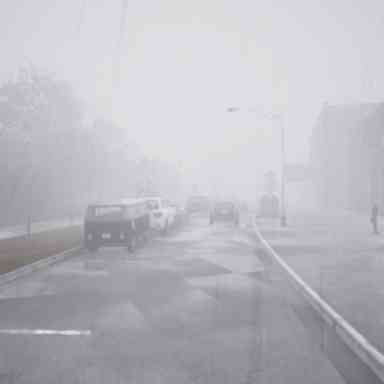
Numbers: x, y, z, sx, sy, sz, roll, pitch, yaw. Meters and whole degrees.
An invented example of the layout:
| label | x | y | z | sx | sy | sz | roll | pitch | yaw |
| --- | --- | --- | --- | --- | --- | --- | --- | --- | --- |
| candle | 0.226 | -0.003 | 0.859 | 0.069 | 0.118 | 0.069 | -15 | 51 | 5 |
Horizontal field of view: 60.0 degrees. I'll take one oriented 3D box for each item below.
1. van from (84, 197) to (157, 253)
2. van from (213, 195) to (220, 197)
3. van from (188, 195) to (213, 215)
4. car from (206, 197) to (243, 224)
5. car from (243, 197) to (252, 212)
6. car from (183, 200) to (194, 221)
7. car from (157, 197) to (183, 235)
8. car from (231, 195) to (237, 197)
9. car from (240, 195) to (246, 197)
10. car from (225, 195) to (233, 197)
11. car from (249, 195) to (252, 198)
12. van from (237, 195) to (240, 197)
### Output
| label | x | y | z | sx | sy | sz | roll | pitch | yaw |
| --- | --- | --- | --- | --- | --- | --- | --- | --- | --- |
| van | -2.942 | 1.309 | 14.133 | 1.878 | 1.987 | 4.442 | -1 | 1 | 4 |
| van | 3.030 | 1.475 | 45.819 | 1.878 | 1.987 | 4.442 | -1 | 1 | 12 |
| van | 0.740 | 1.432 | 36.134 | 1.878 | 1.987 | 4.442 | -1 | 1 | 12 |
| car | 2.615 | 1.463 | 25.686 | 2.097 | 1.767 | 4.553 | 0 | 0 | 10 |
| car | 6.187 | 1.751 | 42.648 | 1.994 | 1.385 | 4.181 | 0 | 0 | 13 |
| car | -1.431 | 1.642 | 25.091 | 2.002 | 1.452 | 4.674 | -1 | 1 | 9 |
| car | -2.288 | 1.318 | 19.597 | 2.435 | 2.045 | 5.566 | -1 | 1 | 5 |
| car | 5.976 | 1.749 | 57.475 | 2.231 | 1.521 | 4.892 | -1 | 1 | 13 |
| car | 10.059 | 1.876 | 73.623 | 2.002 | 1.452 | 4.674 | -1 | -1 | 14 |
| car | 4.625 | 1.757 | 52.132 | 2.163 | 1.488 | 4.792 | -1 | 1 | 13 |
| car | 14.134 | 1.893 | 89.745 | 2.097 | 1.535 | 5.008 | -1 | 0 | 16 |
| van | 7.374 | 1.568 | 62.987 | 1.878 | 1.987 | 4.442 | -1 | -1 | 16 |
